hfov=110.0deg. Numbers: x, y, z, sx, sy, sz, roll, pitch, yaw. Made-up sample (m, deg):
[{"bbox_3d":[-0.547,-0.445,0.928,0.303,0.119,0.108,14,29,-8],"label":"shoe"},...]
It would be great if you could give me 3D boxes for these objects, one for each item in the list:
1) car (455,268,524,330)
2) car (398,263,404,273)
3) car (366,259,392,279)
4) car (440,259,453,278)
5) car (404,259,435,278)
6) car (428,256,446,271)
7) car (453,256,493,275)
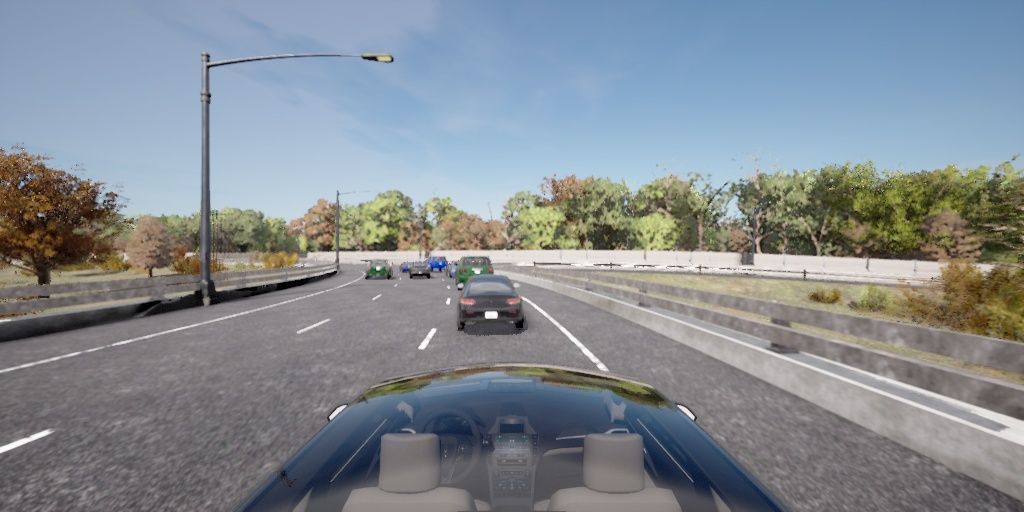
[{"bbox_3d":[-0.710,1.282,11.085,1.812,1.442,4.674,0,0,-5],"label":"car"},{"bbox_3d":[-13.037,1.355,44.972,1.994,1.385,4.181,0,0,-24],"label":"car"},{"bbox_3d":[-12.268,1.134,33.223,2.097,1.767,4.553,0,0,-17],"label":"car"},{"bbox_3d":[-5.419,1.324,34.801,2.033,1.411,5.357,0,0,-17],"label":"car"},{"bbox_3d":[-8.809,1.272,33.971,2.128,1.511,4.902,0,0,-17],"label":"car"},{"bbox_3d":[-9.839,1.009,46.396,2.150,2.045,5.566,0,0,-24],"label":"car"},{"bbox_3d":[-2.453,0.990,22.892,2.150,2.045,5.566,0,0,-11],"label":"car"}]
